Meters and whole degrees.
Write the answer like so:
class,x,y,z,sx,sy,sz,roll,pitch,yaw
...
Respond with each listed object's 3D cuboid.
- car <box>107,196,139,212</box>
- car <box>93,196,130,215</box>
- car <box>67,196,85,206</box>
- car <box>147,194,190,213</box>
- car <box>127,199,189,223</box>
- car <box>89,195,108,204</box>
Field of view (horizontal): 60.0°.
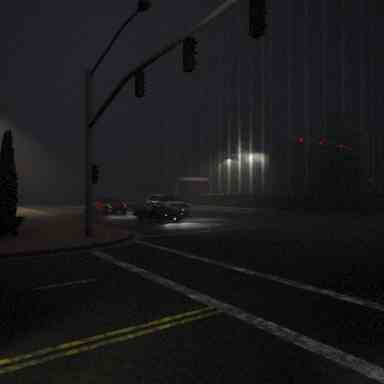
class,x,y,z,sx,sy,sz,roll,pitch,yaw
car,-8.275,1.352,39.651,2.097,1.767,4.553,0,0,-36
car,-8.343,1.352,33.788,2.097,1.767,4.553,0,0,-36
car,-19.226,1.507,54.860,1.837,1.490,4.892,0,-1,-36
car,-2.417,1.221,31.579,2.150,2.045,5.566,0,0,-36
car,-2.801,1.547,26.155,2.033,1.411,5.357,0,0,-36
car,-18.680,1.478,66.225,1.882,1.535,5.008,0,0,-36
